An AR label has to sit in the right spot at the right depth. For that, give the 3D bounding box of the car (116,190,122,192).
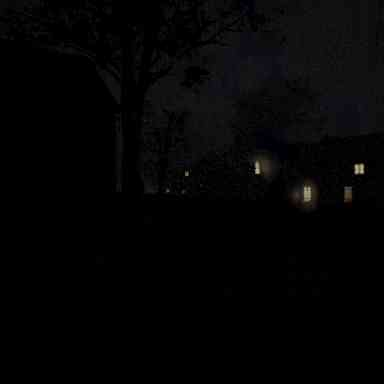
[{"bbox_3d":[-11.007,0.353,48.940,2.033,1.411,5.357,-1,2,-36],"label":"car"}]

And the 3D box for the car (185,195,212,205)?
[{"bbox_3d":[1.107,0.939,31.983,1.895,1.301,4.718,-1,2,-36],"label":"car"}]
